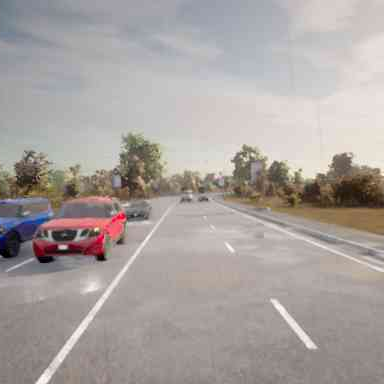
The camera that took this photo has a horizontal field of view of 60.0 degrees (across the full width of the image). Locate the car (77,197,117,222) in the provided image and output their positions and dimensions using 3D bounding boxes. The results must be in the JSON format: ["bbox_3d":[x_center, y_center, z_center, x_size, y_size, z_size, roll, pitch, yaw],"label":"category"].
[{"bbox_3d":[-7.779,1.394,27.832,2.097,1.767,4.553,-1,0,-1],"label":"car"}]

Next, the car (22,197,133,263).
[{"bbox_3d":[-3.896,1.243,12.627,2.150,2.045,5.566,-1,1,-1],"label":"car"}]

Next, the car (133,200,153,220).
[{"bbox_3d":[-4.264,1.472,27.217,1.837,1.490,4.892,-1,0,-1],"label":"car"}]

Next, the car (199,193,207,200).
[{"bbox_3d":[2.419,1.035,75.128,1.812,1.442,4.674,-1,0,2],"label":"car"}]

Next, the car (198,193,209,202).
[{"bbox_3d":[2.247,1.254,64.916,1.895,1.301,4.718,-1,0,1],"label":"car"}]

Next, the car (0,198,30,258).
[{"bbox_3d":[-7.421,1.319,13.486,2.150,2.045,5.566,-1,1,-2],"label":"car"}]

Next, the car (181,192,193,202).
[{"bbox_3d":[-1.253,1.277,64.882,2.033,1.411,5.357,-1,0,1],"label":"car"}]
